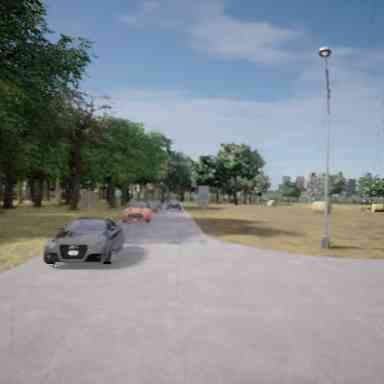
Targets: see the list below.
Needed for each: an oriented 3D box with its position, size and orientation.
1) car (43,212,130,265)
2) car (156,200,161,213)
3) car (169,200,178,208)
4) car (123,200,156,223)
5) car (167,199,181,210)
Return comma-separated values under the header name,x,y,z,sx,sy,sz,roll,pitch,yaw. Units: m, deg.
name,x,y,z,sx,sy,sz,roll,pitch,yaw
car,-3.557,1.601,11.666,1.994,1.385,4.181,1,-1,-3
car,-5.187,1.867,41.716,1.837,1.490,4.892,1,-1,-3
car,-3.626,2.250,65.087,1.837,1.490,4.892,1,-1,-3
car,-4.419,1.540,27.479,2.097,1.767,4.553,1,-1,-3
car,-2.796,1.887,51.521,2.097,1.767,4.553,1,0,-3
